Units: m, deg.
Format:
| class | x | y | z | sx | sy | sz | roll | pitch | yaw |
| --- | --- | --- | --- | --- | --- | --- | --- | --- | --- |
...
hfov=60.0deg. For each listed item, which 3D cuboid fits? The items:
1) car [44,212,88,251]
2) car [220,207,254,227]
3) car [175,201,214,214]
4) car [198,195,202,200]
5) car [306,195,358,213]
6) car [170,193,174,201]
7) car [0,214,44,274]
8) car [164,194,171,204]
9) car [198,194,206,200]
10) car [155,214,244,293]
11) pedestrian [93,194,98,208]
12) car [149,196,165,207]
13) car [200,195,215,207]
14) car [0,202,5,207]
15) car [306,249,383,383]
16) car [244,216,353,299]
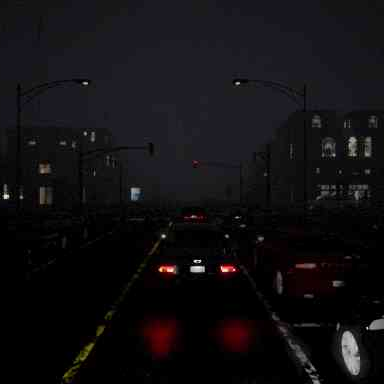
| class | x | y | z | sx | sy | sz | roll | pitch | yaw |
| --- | --- | --- | --- | --- | --- | --- | --- | --- | --- |
| car | -5.692 | 1.552 | 14.025 | 2.008 | 1.369 | 4.403 | 0 | 0 | 0 |
| car | 2.687 | 1.553 | 19.704 | 2.008 | 1.369 | 4.403 | 0 | 0 | 0 |
| car | 0.092 | 1.507 | 19.499 | 1.837 | 1.490 | 4.892 | 0 | 0 | 0 |
| car | 2.667 | 1.590 | 63.136 | 1.802 | 1.307 | 4.206 | 0 | 0 | 0 |
| car | 15.603 | 1.310 | 37.278 | 5.566 | 2.045 | 2.150 | 0 | 0 | 1 |
| car | -5.717 | 1.451 | 74.191 | 1.967 | 1.590 | 4.097 | 0 | 0 | 0 |
| car | -5.688 | 1.441 | 8.333 | 1.967 | 1.590 | 4.097 | 0 | 0 | 0 |
| car | -5.713 | 1.559 | 63.147 | 2.008 | 1.369 | 4.403 | 0 | 0 | 0 |
| car | 2.656 | 1.458 | 90.747 | 1.967 | 1.590 | 4.097 | 0 | 0 | 0 |
| car | 0.097 | 1.548 | 8.978 | 2.033 | 1.411 | 5.357 | 0 | 0 | 0 |
| pedestrian | -12.570 | 1.135 | 43.234 | 0.375 | 1.860 | 0.375 | 0 | -1 | 1 |
| car | -5.708 | 1.588 | 52.103 | 1.802 | 1.307 | 4.206 | 0 | 0 | 0 |
| car | 2.672 | 1.572 | 52.094 | 1.947 | 1.339 | 4.313 | 0 | 0 | 0 |
| car | -25.468 | 1.447 | 40.483 | 4.829 | 1.417 | 1.752 | 0 | -1 | 1 |
| car | 2.694 | 1.551 | 2.628 | 2.008 | 1.369 | 4.403 | 0 | 0 | 0 |
| car | 2.691 | 1.546 | 8.320 | 1.887 | 1.381 | 4.507 | 0 | 0 | 0 |
